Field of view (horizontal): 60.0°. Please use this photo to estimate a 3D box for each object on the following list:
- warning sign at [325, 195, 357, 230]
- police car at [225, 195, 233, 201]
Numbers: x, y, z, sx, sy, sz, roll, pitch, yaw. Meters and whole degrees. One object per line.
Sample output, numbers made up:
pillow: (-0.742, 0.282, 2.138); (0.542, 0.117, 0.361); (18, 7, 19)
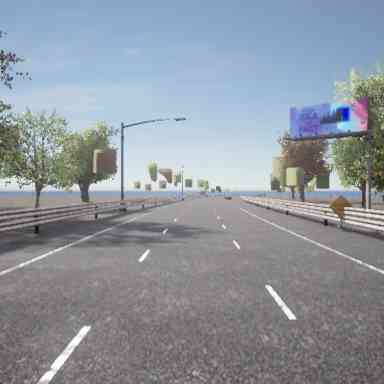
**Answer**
warning sign: (8.282, 1.105, 18.503); (1.300, 1.860, 1.060); (0, 0, 1)
police car: (9.780, 1.548, 89.605); (1.930, 1.638, 5.238); (0, 0, 7)
